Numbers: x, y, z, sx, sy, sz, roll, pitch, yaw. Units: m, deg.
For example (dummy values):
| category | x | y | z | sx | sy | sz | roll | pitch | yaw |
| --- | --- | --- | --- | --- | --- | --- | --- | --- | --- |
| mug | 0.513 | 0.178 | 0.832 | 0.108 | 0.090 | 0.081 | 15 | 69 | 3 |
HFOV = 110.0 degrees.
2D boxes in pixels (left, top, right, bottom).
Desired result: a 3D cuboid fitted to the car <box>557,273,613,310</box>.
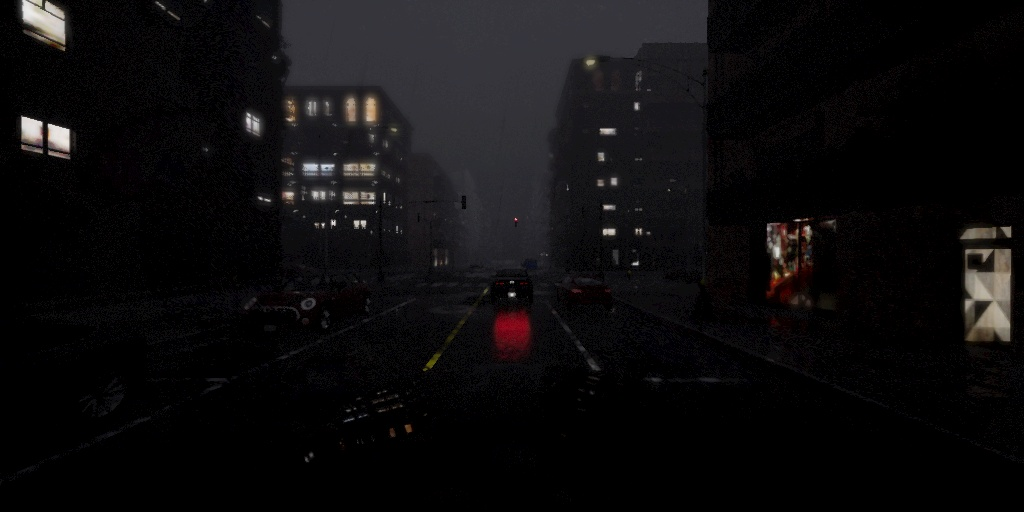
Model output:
| category | x | y | z | sx | sy | sz | roll | pitch | yaw |
| --- | --- | --- | --- | --- | --- | --- | --- | --- | --- |
| car | 2.798 | 1.333 | 14.289 | 1.802 | 1.307 | 4.207 | 0 | 0 | 0 |

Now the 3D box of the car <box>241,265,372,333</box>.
| category | x | y | z | sx | sy | sz | roll | pitch | yaw |
| --- | --- | --- | --- | --- | --- | --- | --- | --- | --- |
| car | -5.733 | 1.189 | 10.508 | 1.967 | 1.591 | 4.097 | 0 | 0 | 0 |

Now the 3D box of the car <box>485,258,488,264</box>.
| category | x | y | z | sx | sy | sz | roll | pitch | yaw |
| --- | --- | --- | --- | --- | --- | --- | --- | --- | --- |
| car | -5.835 | 1.403 | 63.258 | 1.948 | 1.339 | 4.313 | 0 | 0 | 0 |

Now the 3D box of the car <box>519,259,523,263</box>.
| category | x | y | z | sx | sy | sz | roll | pitch | yaw |
| --- | --- | --- | --- | --- | --- | --- | --- | --- | --- |
| car | 2.731 | 1.136 | 57.686 | 2.192 | 1.841 | 5.009 | 0 | 0 | 0 |

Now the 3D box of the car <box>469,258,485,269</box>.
| category | x | y | z | sx | sy | sz | roll | pitch | yaw |
| --- | --- | --- | --- | --- | --- | --- | --- | --- | --- |
| car | -5.835 | 1.404 | 57.737 | 1.802 | 1.307 | 4.207 | 0 | 0 | 0 |

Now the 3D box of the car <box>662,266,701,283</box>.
| category | x | y | z | sx | sy | sz | roll | pitch | yaw |
| --- | --- | --- | --- | --- | --- | --- | --- | --- | --- |
| car | 14.711 | 1.514 | 29.413 | 4.507 | 1.381 | 1.888 | 0 | 0 | 0 |

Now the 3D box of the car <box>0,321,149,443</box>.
| category | x | y | z | sx | sy | sz | roll | pitch | yaw |
| --- | --- | --- | --- | --- | --- | --- | --- | --- | --- |
| car | -5.691 | 1.314 | 2.997 | 1.948 | 1.339 | 4.313 | 0 | 0 | 0 |

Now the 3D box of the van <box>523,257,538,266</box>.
| category | x | y | z | sx | sy | sz | roll | pitch | yaw |
| --- | --- | --- | --- | --- | --- | --- | --- | --- | --- |
| van | 2.820 | 1.148 | 52.189 | 1.690 | 1.789 | 3.998 | 0 | 0 | 0 |

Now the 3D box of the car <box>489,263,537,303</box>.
| category | x | y | z | sx | sy | sz | roll | pitch | yaw |
| --- | --- | --- | --- | --- | --- | --- | --- | --- | --- |
| car | 0.000 | 1.270 | 16.502 | 1.837 | 1.490 | 4.892 | 0 | 0 | 0 |

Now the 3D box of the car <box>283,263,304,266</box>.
| category | x | y | z | sx | sy | sz | roll | pitch | yaw |
| --- | --- | --- | --- | --- | --- | --- | --- | --- | --- |
| car | -17.741 | 1.230 | 29.475 | 4.207 | 1.307 | 1.802 | 0 | 0 | 0 |
